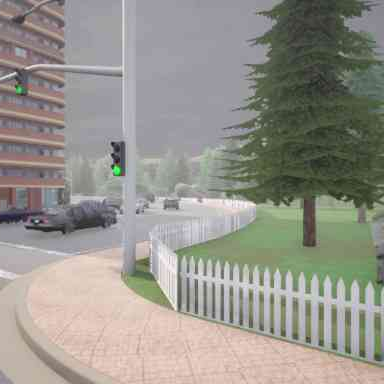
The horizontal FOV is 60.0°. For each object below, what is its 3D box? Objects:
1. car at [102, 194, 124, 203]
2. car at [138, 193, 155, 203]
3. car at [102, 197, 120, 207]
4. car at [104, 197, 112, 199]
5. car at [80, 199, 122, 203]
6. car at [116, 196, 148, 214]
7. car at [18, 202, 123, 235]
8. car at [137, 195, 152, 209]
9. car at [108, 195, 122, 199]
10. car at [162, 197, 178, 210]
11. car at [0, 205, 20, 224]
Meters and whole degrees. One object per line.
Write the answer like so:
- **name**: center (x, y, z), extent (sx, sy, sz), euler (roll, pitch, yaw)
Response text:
- **car**: center (-16.079, 1.297, 67.987), extent (4.553, 1.767, 2.097), euler (0, 0, 41)
- **car**: center (-9.583, 1.166, 66.430), extent (2.150, 2.045, 5.566), euler (0, 0, -40)
- **car**: center (-12.649, 1.508, 51.565), extent (1.994, 1.385, 4.181), euler (0, 0, -24)
- **car**: center (-9.882, 1.492, 31.835), extent (2.033, 1.411, 5.357), euler (0, 0, 8)
- **car**: center (-7.798, 1.492, 25.283), extent (2.033, 1.411, 5.357), euler (0, 0, 17)
- **car**: center (-6.169, 1.470, 34.727), extent (1.812, 1.442, 4.674), euler (0, 0, 3)
- **car**: center (-6.513, 1.492, 18.587), extent (2.033, 1.411, 5.357), euler (0, 0, 25)
- **car**: center (-6.925, 1.470, 44.918), extent (1.812, 1.442, 4.674), euler (0, 0, -13)
- **car**: center (-9.795, 1.492, 41.909), extent (2.033, 1.411, 5.357), euler (0, 0, -7)
- **car**: center (-2.808, 1.436, 42.812), extent (2.128, 1.511, 4.902), euler (0, 0, -7)
- **car**: center (-12.683, 1.545, 22.602), extent (1.895, 1.301, 4.718), euler (0, 0, 23)
